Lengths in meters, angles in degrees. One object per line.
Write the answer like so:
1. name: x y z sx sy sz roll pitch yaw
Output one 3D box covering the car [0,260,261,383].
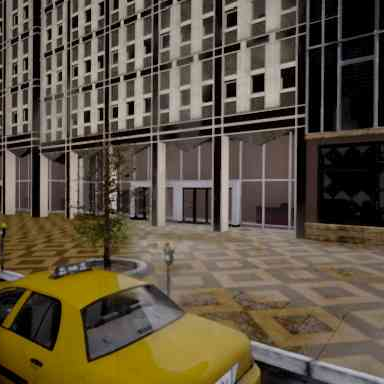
1. car: -1.621 1.523 4.051 4.829 1.417 1.752 0 1 36
